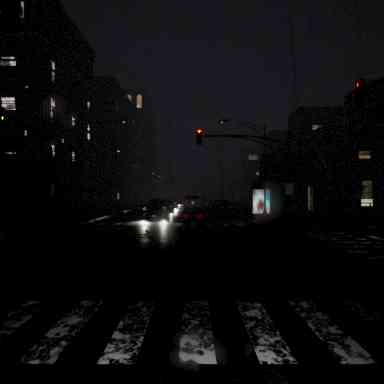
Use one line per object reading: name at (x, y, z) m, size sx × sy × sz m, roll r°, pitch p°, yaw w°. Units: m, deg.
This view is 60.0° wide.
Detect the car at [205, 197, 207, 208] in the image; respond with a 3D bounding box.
car at (2.712, 1.597, 43.230) m, size 1.802 × 1.307 × 4.206 m, roll 0°, pitch 0°, yaw 0°

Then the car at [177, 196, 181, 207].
car at (-3.063, 1.622, 49.079) m, size 1.895 × 1.301 × 4.718 m, roll 0°, pitch 0°, yaw 0°

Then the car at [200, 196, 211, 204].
car at (2.726, 1.592, 66.017) m, size 2.008 × 1.369 × 4.403 m, roll -1°, pitch 0°, yaw 0°

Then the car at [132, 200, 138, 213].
car at (-5.673, 1.561, 37.526) m, size 2.008 × 1.369 × 4.403 m, roll 0°, pitch 0°, yaw 0°

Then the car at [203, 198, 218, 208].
car at (2.715, 1.572, 48.927) m, size 2.008 × 1.369 × 4.403 m, roll 0°, pitch 0°, yaw 0°

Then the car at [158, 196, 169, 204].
car at (-5.655, 1.566, 65.840) m, size 1.752 × 1.417 × 4.829 m, roll 0°, pitch 0°, yaw 0°

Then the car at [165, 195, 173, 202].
car at (-5.645, 1.593, 82.929) m, size 1.752 × 1.417 × 4.829 m, roll -1°, pitch 0°, yaw 0°

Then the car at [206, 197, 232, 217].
car at (2.704, 1.446, 31.836) m, size 1.967 × 1.590 × 4.097 m, roll 0°, pitch 0°, yaw 0°

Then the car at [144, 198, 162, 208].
car at (-5.665, 1.572, 48.920) m, size 2.008 × 1.369 × 4.403 m, roll 0°, pitch 0°, yaw 0°

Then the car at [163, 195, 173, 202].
car at (-5.649, 1.498, 77.402) m, size 1.967 × 1.590 × 4.097 m, roll 0°, pitch 0°, yaw 0°

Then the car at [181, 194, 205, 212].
car at (0.113, 1.233, 39.286) m, size 2.150 × 2.045 × 5.566 m, roll 0°, pitch 0°, yaw 0°

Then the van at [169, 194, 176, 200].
van at (-5.639, 1.431, 94.493) m, size 1.690 × 1.788 × 3.998 m, roll -1°, pitch 0°, yaw 0°

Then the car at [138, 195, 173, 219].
car at (-3.081, 1.356, 29.090) m, size 2.097 × 1.767 × 4.553 m, roll 0°, pitch 0°, yaw 0°

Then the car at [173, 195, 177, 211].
car at (-3.073, 1.489, 38.207) m, size 1.882 × 1.535 × 5.008 m, roll 0°, pitch 0°, yaw 0°
